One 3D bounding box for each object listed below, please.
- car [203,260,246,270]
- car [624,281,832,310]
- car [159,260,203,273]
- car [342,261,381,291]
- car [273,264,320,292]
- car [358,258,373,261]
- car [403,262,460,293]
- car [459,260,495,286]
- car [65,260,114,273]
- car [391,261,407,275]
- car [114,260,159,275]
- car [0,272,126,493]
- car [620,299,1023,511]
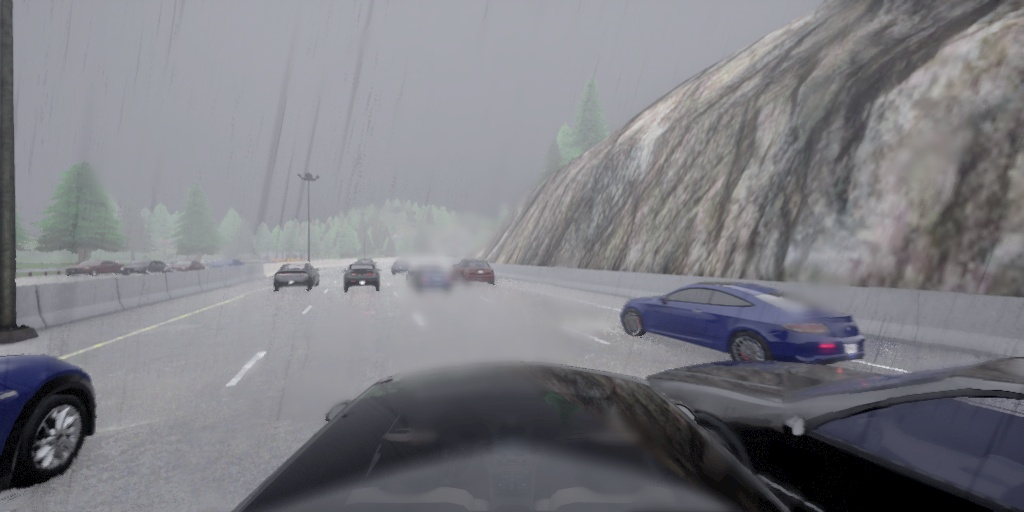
[{"bbox_3d":[-30.496,1.132,38.553,1.882,1.535,5.008,0,0,-18],"label":"car"},{"bbox_3d":[4.366,1.264,7.665,1.812,1.442,4.674,0,0,-23],"label":"car"},{"bbox_3d":[-33.720,1.179,37.147,1.812,1.442,4.674,0,0,-18],"label":"car"},{"bbox_3d":[-8.875,1.201,21.235,1.837,1.490,4.892,0,-1,-23],"label":"car"},{"bbox_3d":[-12.699,1.190,21.319,2.128,1.511,4.902,0,0,-23],"label":"car"},{"bbox_3d":[-14.659,1.018,35.948,2.097,1.767,4.553,0,0,-20],"label":"car"},{"bbox_3d":[-4.752,1.252,20.446,2.033,1.411,5.357,0,0,-23],"label":"car"},{"bbox_3d":[-2.844,1.047,24.965,2.097,1.767,4.553,0,0,-23],"label":"car"},{"bbox_3d":[-40.312,1.133,34.784,1.882,1.535,5.008,0,0,-18],"label":"car"},{"bbox_3d":[-11.804,1.222,38.363,1.994,1.385,4.181,0,0,-19],"label":"car"},{"bbox_3d":[-37.152,1.167,36.387,1.837,1.490,4.892,0,0,-18],"label":"car"},{"bbox_3d":[-4.445,1.100,1.513,2.097,1.767,4.553,0,0,-23],"label":"car"},{"bbox_3d":[3.055,1.299,1.707,2.033,1.411,5.357,0,0,-23],"label":"car"}]
